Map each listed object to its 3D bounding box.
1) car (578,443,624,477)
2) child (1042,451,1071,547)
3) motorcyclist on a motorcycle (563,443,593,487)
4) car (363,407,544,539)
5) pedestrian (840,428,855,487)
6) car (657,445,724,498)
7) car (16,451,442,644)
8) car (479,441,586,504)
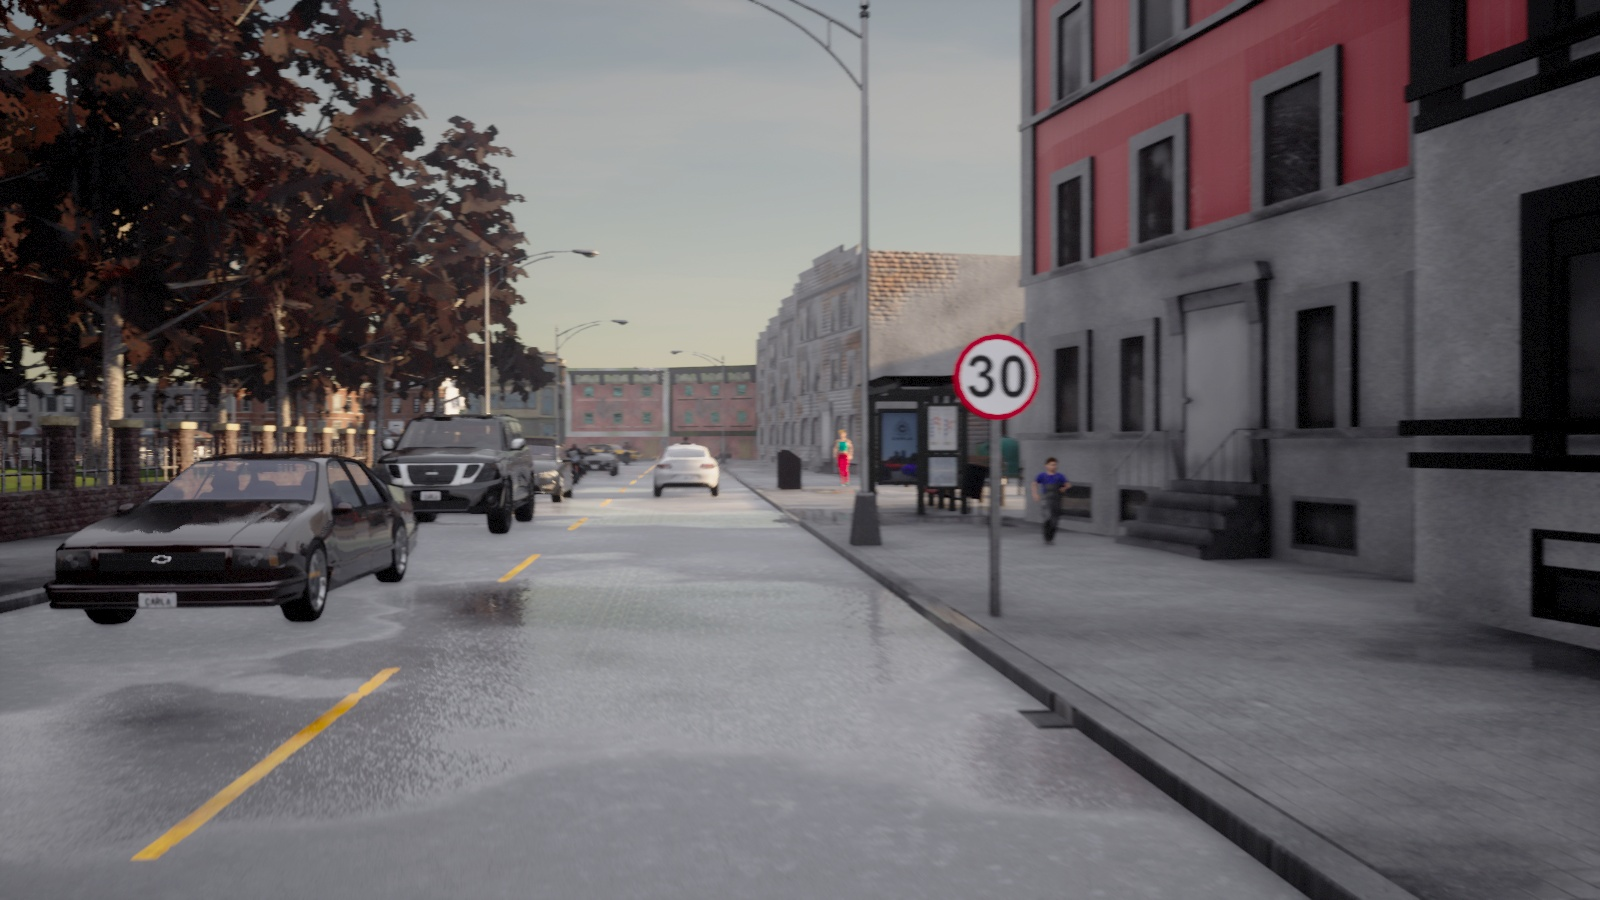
[{"bbox_3d":[-9.058,0.438,57.434,1.816,1.474,4.193,0,0,-5],"label":"car"},{"bbox_3d":[3.412,0.640,16.691,0.270,1.263,0.437,0,0,-4],"label":"child"},{"bbox_3d":[-7.967,0.529,45.165,0.866,1.530,2.191,0,0,-5],"label":"motorcyclist on a motorcycle"},{"bbox_3d":[-5.962,0.341,22.375,2.150,2.045,5.566,0,0,-5],"label":"car"},{"bbox_3d":[1.495,0.231,39.542,0.345,1.836,0.594,0,0,16],"label":"pedestrian"},{"bbox_3d":[-3.197,0.566,36.601,1.812,1.442,4.674,0,0,-5],"label":"car"},{"bbox_3d":[-5.046,0.727,12.123,2.033,1.411,5.357,0,0,-4],"label":"car"},{"bbox_3d":[-6.875,0.520,32.775,2.128,1.511,4.902,0,0,-5],"label":"car"}]
